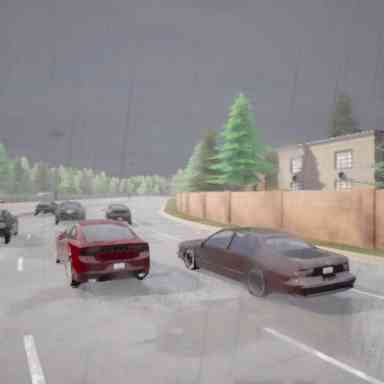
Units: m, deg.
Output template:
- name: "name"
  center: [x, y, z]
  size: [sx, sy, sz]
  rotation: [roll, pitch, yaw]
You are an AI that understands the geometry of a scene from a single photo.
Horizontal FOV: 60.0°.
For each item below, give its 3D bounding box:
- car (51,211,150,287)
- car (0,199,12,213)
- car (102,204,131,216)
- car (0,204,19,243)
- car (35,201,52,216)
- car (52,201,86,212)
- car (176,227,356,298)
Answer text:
- name: "car"
  center: [-2.852, 1.559, 9.812]
  size: [1.882, 1.535, 5.008]
  rotation: [1, -1, -28]
- name: "car"
  center: [-23.264, 1.683, 39.232]
  size: [1.882, 1.535, 5.008]
  rotation: [1, 0, -7]
- name: "car"
  center: [-5.915, 1.728, 26.221]
  size: [1.837, 1.490, 4.892]
  rotation: [0, -1, -18]
- name: "car"
  center: [-9.703, 1.579, 16.251]
  size: [2.128, 1.511, 4.902]
  rotation: [1, -1, -23]
- name: "car"
  center: [-15.449, 1.743, 35.742]
  size: [1.837, 1.490, 4.892]
  rotation: [0, -1, -11]
- name: "car"
  center: [-9.659, 1.546, 26.599]
  size: [2.097, 1.767, 4.553]
  rotation: [1, -1, -17]
- name: "car"
  center: [1.517, 1.658, 8.965]
  size: [2.033, 1.411, 5.357]
  rotation: [1, -1, -30]
